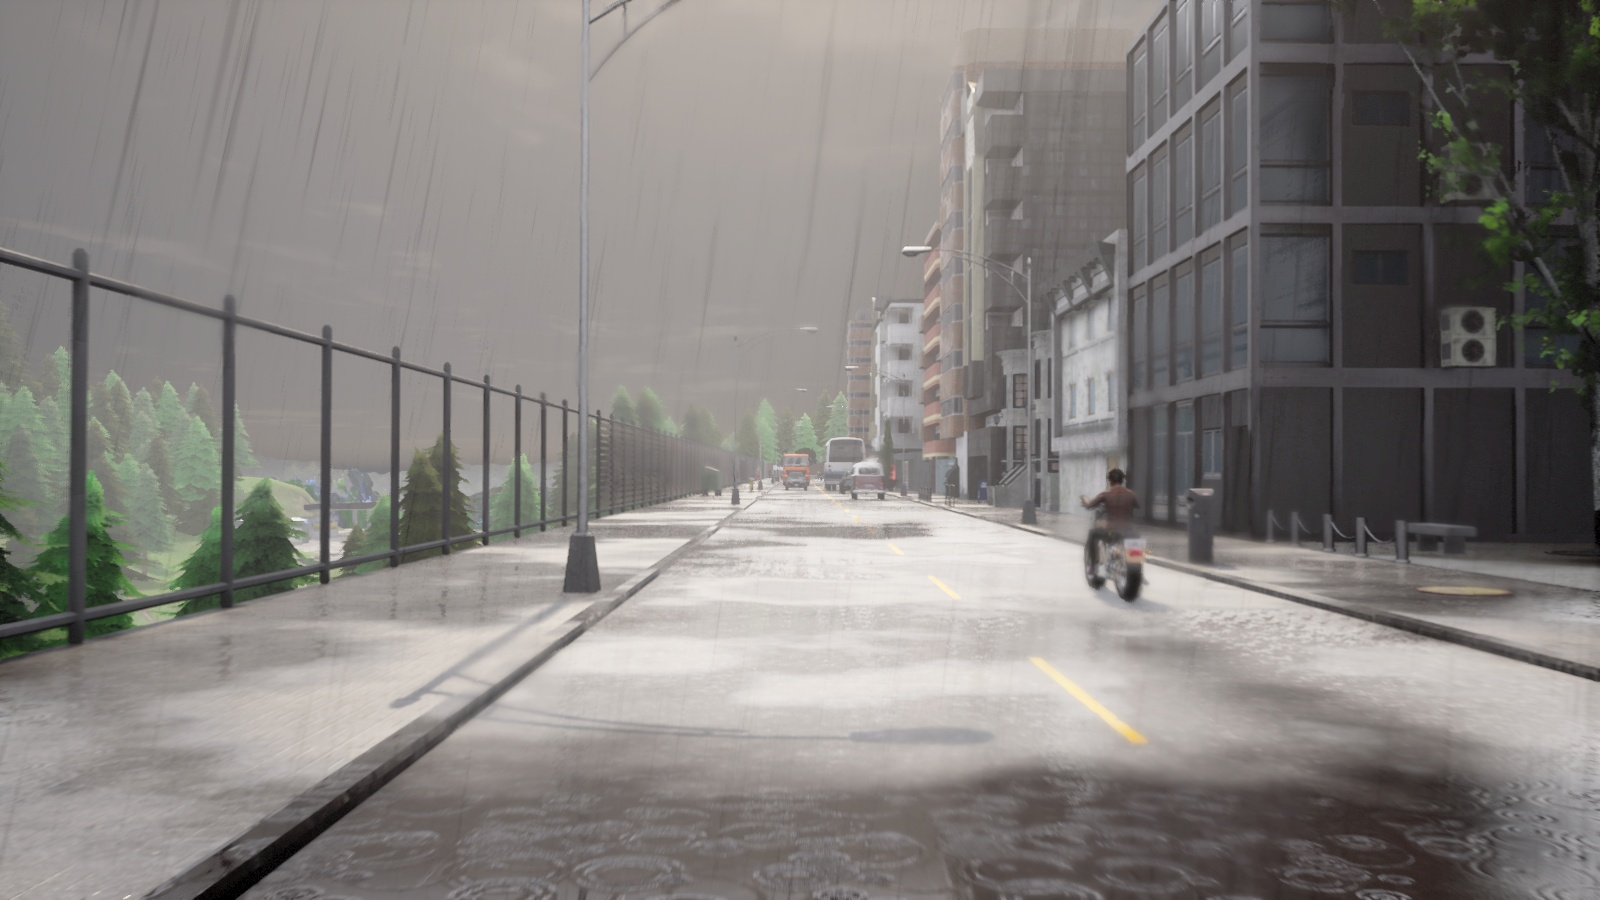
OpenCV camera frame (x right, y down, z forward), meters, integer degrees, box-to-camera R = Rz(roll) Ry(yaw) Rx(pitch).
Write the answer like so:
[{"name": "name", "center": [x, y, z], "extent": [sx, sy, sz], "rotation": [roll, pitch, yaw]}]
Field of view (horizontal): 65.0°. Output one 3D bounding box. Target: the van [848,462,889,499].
[{"name": "van", "center": [3.805, 1.706, 70.705], "extent": [2.069, 2.038, 4.480], "rotation": [0, -1, 0]}]

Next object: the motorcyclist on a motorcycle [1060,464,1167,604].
[{"name": "motorcyclist on a motorcycle", "center": [3.955, 1.018, 16.042], "extent": [0.766, 1.649, 2.350], "rotation": [0, -1, 0]}]

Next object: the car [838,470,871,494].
[{"name": "car", "center": [3.762, 2.190, 87.211], "extent": [2.033, 1.649, 4.856], "rotation": [0, -1, 0]}]
